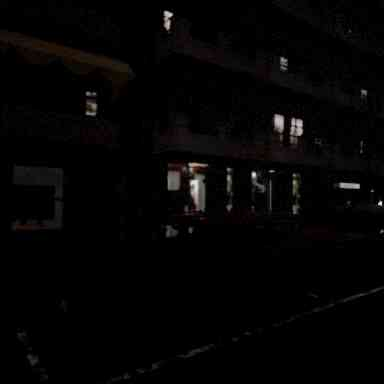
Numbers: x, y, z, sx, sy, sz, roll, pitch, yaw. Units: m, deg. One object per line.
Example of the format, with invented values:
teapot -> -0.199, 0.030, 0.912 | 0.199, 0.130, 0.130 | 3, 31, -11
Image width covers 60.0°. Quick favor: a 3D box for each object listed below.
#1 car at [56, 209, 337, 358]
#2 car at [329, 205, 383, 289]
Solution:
car -> 0.220, 1.319, 6.228 | 5.009, 1.841, 2.192 | 0, 1, -35
car -> 4.721, 1.325, 9.440 | 5.009, 1.841, 2.192 | 0, 1, -35
